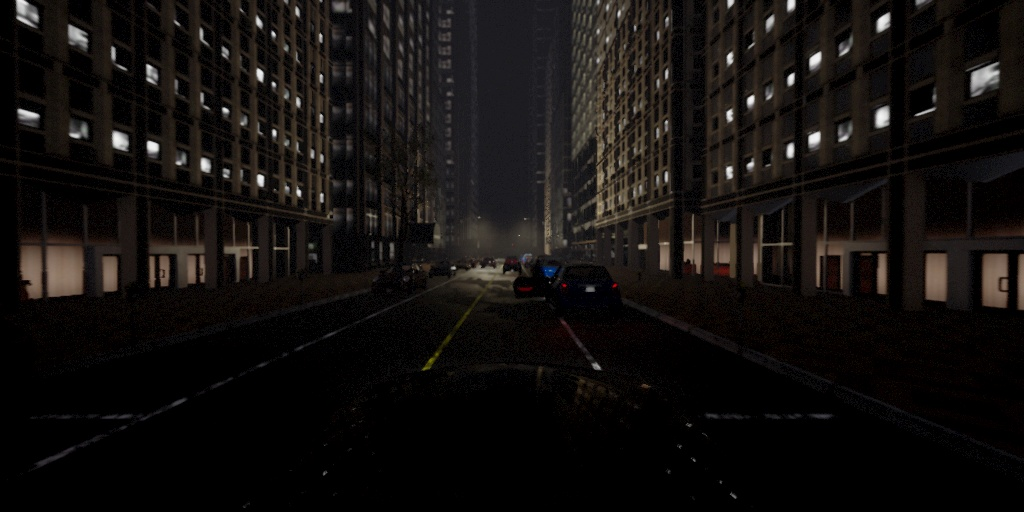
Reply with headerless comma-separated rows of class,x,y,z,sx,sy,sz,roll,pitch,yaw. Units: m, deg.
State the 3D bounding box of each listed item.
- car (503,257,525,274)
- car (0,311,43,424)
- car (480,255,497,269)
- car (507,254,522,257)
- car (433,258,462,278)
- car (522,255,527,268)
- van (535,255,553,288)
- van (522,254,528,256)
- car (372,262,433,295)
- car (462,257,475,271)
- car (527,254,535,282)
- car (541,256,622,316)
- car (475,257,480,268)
car,0.039,1.080,36.392,1.895,1.301,4.718,0,0,1
car,-5.691,1.067,1.464,2.192,1.841,5.009,0,0,0
car,-3.038,0.912,47.305,1.812,1.442,4.674,0,0,1
car,0.020,0.715,49.861,2.097,1.767,4.553,0,0,0
car,-5.690,1.082,29.956,2.007,1.370,4.403,0,0,0
car,2.691,0.939,47.051,2.007,1.370,4.403,0,0,0
van,2.690,0.918,24.254,1.690,1.789,3.998,0,0,0
van,2.691,0.627,58.446,1.690,1.789,3.998,0,0,0
car,-5.690,1.062,18.559,1.967,1.591,4.097,0,0,0
car,-5.690,0.963,41.182,1.751,1.417,4.829,0,0,0
car,2.690,0.846,29.953,2.192,1.841,5.009,0,0,0
car,2.389,1.017,13.052,2.097,1.767,4.553,0,0,0
car,-5.690,0.829,47.052,1.967,1.591,4.097,0,0,0
